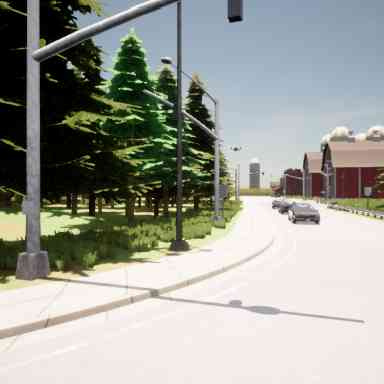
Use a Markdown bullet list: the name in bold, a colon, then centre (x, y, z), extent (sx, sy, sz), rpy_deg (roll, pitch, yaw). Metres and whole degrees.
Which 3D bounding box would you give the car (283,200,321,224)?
- **car**: centre (8.387, 1.547, 25.287), extent (2.033, 1.411, 5.357), rpy_deg (0, 0, 11)

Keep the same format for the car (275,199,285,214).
- **car**: centre (10.122, 1.601, 34.781), extent (1.895, 1.301, 4.718), rpy_deg (0, 0, 10)

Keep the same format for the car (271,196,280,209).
- **car**: centre (11.798, 1.564, 44.704), extent (1.994, 1.385, 4.181), rpy_deg (0, 0, 9)
